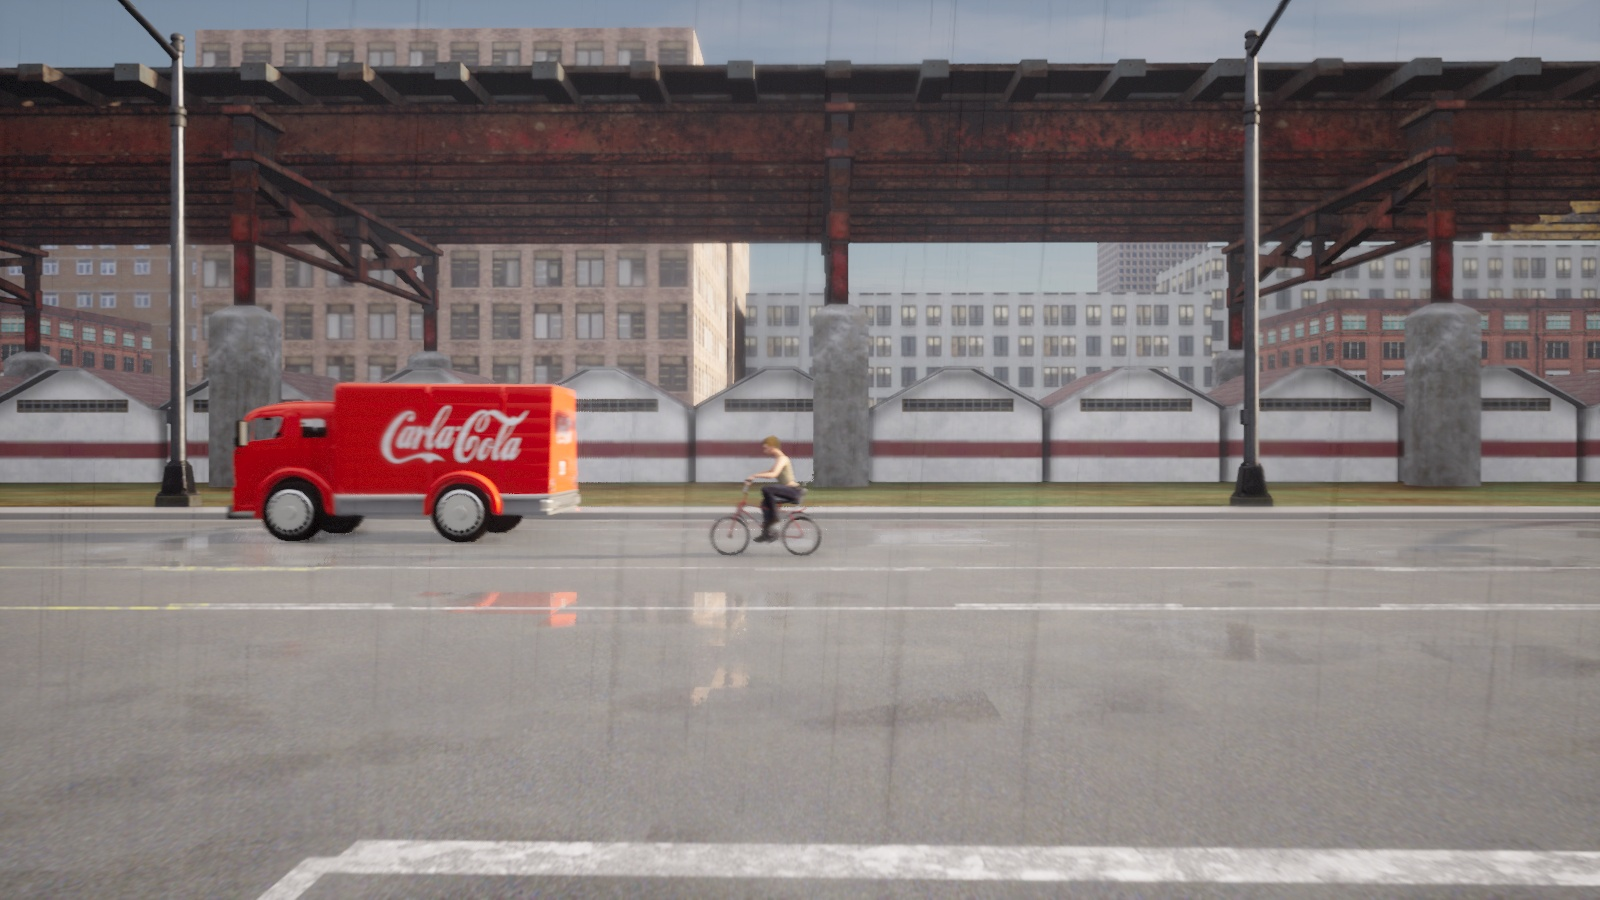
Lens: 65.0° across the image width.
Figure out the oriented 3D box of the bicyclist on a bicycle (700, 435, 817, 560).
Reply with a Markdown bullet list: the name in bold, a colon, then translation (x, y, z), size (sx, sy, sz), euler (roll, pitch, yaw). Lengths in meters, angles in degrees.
- **bicyclist on a bicycle**: translation (-0.532, 0.614, 16.701), size (1.509, 1.612, 0.866), euler (0, 0, 1)

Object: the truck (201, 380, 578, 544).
- **truck**: translation (-6.428, 0.172, 20.261), size (5.204, 2.467, 2.627), euler (0, 0, 1)
